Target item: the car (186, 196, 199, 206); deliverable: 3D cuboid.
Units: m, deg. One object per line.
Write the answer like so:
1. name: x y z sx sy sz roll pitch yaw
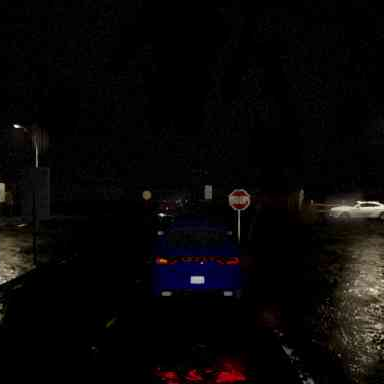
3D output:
1. car: 0.078 1.462 52.176 1.837 1.490 4.892 0 0 0

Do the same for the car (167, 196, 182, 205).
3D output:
1. car: -2.855 1.317 46.768 2.097 1.767 4.553 0 0 0

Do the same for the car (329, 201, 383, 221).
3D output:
1. car: 13.264 1.442 26.113 4.674 1.442 1.812 0 1 3

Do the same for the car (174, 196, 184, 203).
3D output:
1. car: -2.776 1.530 69.470 1.895 1.301 4.718 0 0 0

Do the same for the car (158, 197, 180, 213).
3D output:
1. car: -2.636 1.541 36.387 1.994 1.385 4.181 0 0 -2

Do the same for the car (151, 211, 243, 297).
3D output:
1. car: 0.086 1.475 8.627 1.882 1.535 5.008 0 0 0
